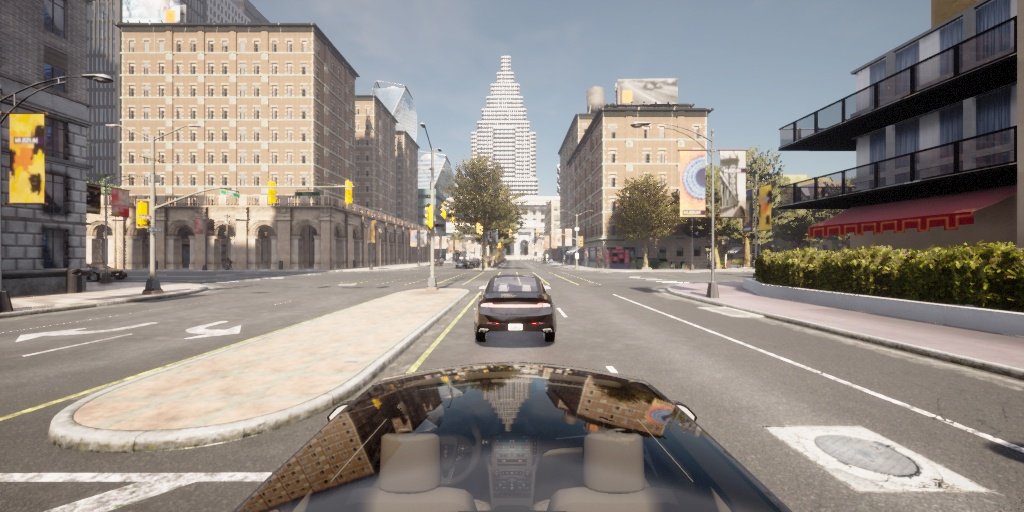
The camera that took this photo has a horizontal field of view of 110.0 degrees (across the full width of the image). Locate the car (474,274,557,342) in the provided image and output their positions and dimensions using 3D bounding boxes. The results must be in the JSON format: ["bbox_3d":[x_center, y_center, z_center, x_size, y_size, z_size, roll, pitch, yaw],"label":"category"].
[{"bbox_3d":[0.082,1.242,9.759,2.128,1.511,4.902,0,0,0],"label":"car"}]

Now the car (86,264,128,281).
[{"bbox_3d":[-34.161,1.314,29.213,4.181,1.385,1.994,0,0,0],"label":"car"}]

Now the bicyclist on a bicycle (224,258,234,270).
[{"bbox_3d":[-37.240,1.050,47.167,0.582,1.620,1.656,0,0,0],"label":"bicyclist on a bicycle"}]

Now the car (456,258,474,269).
[{"bbox_3d":[-8.006,1.241,58.508,2.128,1.511,4.902,0,0,0],"label":"car"}]
